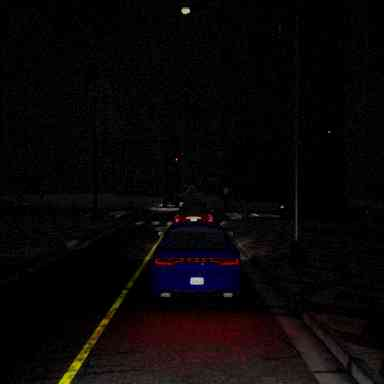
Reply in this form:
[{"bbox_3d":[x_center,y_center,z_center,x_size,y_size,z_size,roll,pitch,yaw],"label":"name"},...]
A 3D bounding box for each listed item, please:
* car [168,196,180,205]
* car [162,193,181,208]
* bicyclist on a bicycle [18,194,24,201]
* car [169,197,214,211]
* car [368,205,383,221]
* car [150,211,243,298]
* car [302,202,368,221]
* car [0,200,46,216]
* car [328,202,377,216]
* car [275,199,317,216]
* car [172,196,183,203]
[{"bbox_3d":[-3.100,1.526,59.244,1.812,1.442,4.674,0,0,0],"label":"car"},{"bbox_3d":[-3.111,1.221,49.351,2.150,2.045,5.566,0,0,0],"label":"car"},{"bbox_3d":[-20.511,1.030,39.775,0.582,1.620,1.656,1,0,0],"label":"bicyclist on a bicycle"},{"bbox_3d":[0.114,1.352,17.710,2.097,1.767,4.553,0,0,1],"label":"car"},{"bbox_3d":[17.938,1.824,28.401,4.829,1.417,1.752,1,-1,0],"label":"car"},{"bbox_3d":[0.098,1.477,8.556,1.882,1.535,5.008,0,0,0],"label":"car"},{"bbox_3d":[12.125,1.774,28.398,4.313,1.339,1.947,1,-1,0],"label":"car"},{"bbox_3d":[-14.784,1.366,28.293,4.403,1.369,2.008,1,-1,0],"label":"car"},{"bbox_3d":[17.773,1.841,36.925,4.403,1.369,2.008,1,-1,0],"label":"car"},{"bbox_3d":[10.940,1.539,34.247,4.553,1.767,2.097,1,0,0],"label":"car"},{"bbox_3d":[-3.035,1.526,70.708,2.128,1.511,4.902,0,0,0],"label":"car"}]
